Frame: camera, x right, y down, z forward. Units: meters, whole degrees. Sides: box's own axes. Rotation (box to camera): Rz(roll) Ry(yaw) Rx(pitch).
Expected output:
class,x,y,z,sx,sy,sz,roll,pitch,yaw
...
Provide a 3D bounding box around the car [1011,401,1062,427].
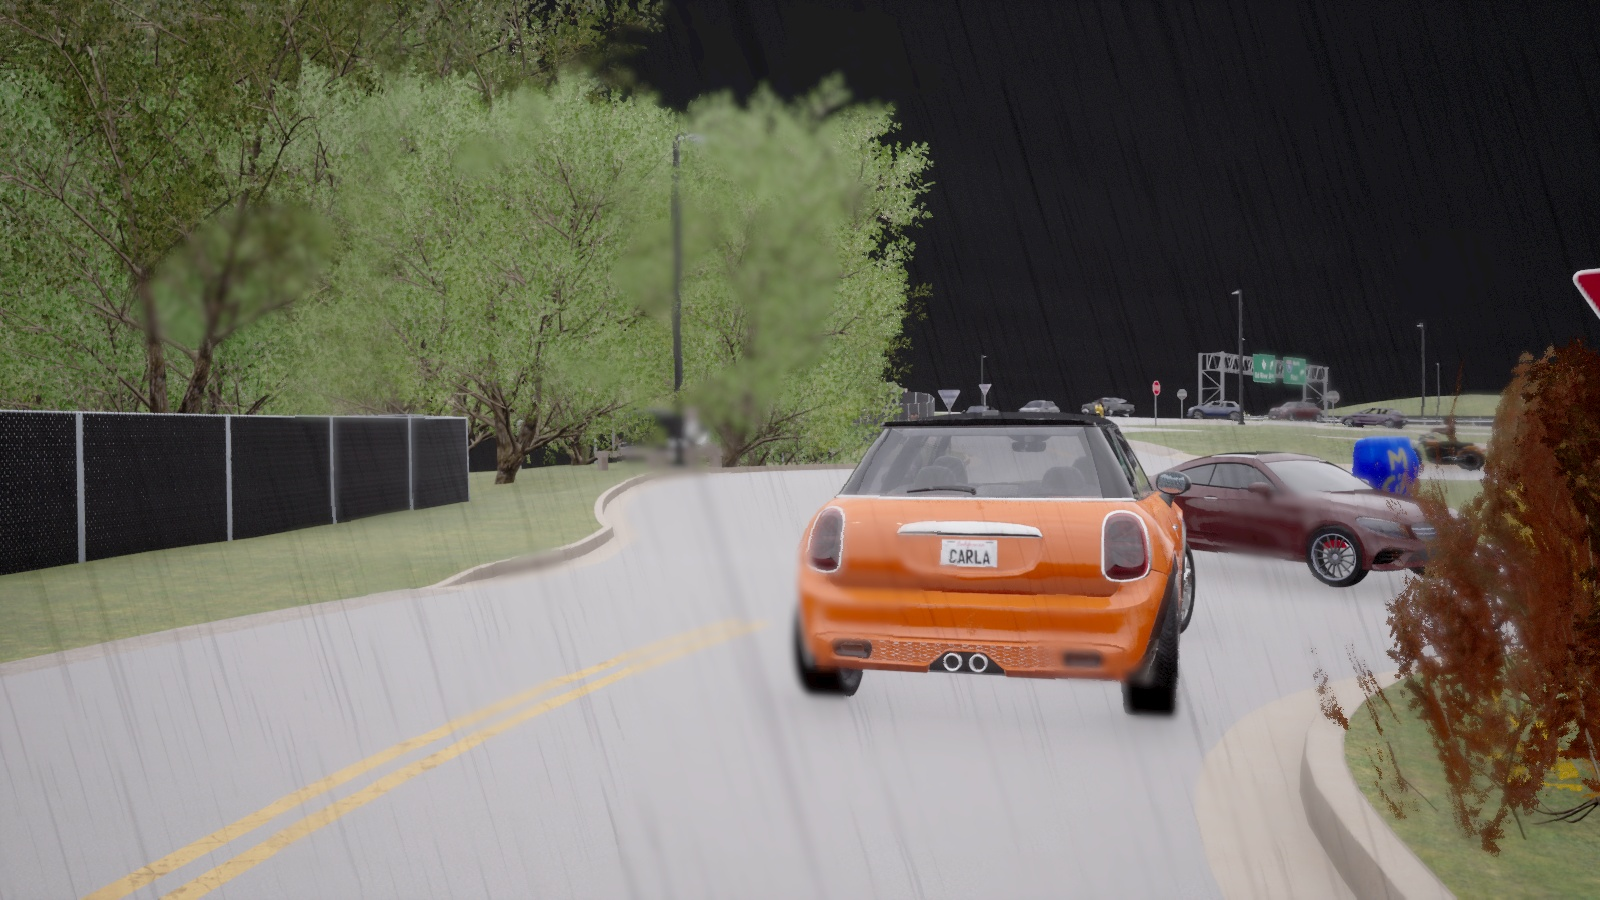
class,x,y,z,sx,sy,sz,roll,pitch,yaw
car,14.698,-2.257,77.844,1.845,1.501,3.633,0,2,33

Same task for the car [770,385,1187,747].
class,x,y,z,sx,sy,sz,roll,pitch,yaw
car,1.532,0.548,8.610,2.097,1.767,4.553,0,0,18

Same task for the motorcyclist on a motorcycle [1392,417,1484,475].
class,x,y,z,sx,sy,sz,roll,pitch,yaw
motorcyclist on a motorcycle,18.751,-0.121,36.941,2.350,1.649,0.766,0,2,34

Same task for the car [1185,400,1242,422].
class,x,y,z,sx,sy,sz,roll,pitch,yaw
car,30.117,-2.840,91.462,3.806,1.475,1.970,3,3,19

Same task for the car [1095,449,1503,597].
class,x,y,z,sx,sy,sz,roll,pitch,yaw
car,5.969,0.773,15.705,1.812,1.442,4.674,-1,2,-28

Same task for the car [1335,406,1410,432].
class,x,y,z,sx,sy,sz,roll,pitch,yaw
car,38.764,-2.102,85.074,1.816,1.474,4.193,0,4,-44
